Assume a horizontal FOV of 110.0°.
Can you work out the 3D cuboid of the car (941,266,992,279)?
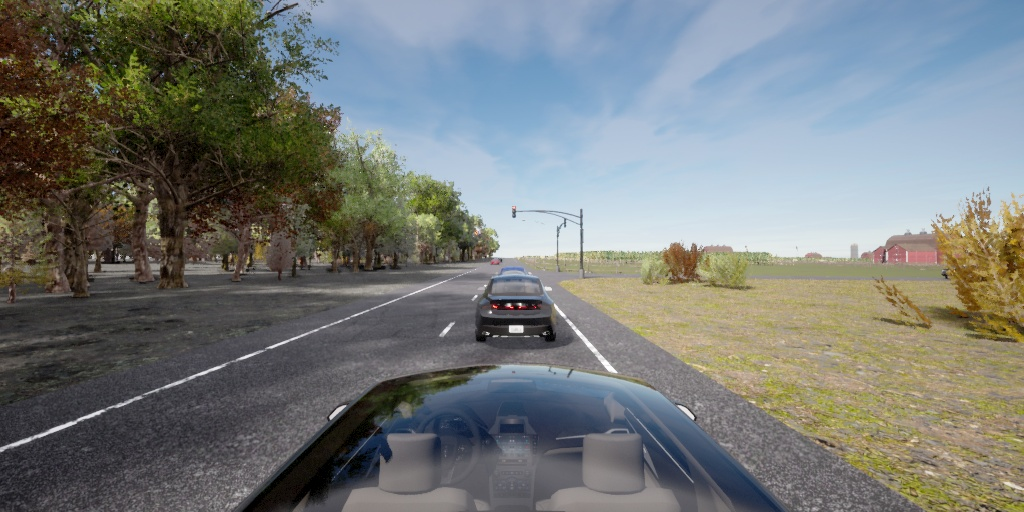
[{"bbox_3d":[48.434,1.768,37.793,4.902,1.511,2.128,1,-1,0],"label":"car"}]

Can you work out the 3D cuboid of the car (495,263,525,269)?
[{"bbox_3d":[0.076,1.280,19.042,1.812,1.442,4.674,0,0,0],"label":"car"}]

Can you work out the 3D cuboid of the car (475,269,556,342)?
[{"bbox_3d":[0.081,1.257,9.793,1.837,1.490,4.892,0,0,0],"label":"car"}]
